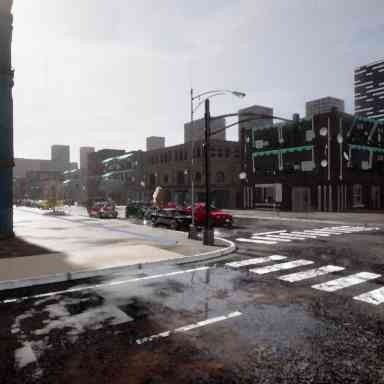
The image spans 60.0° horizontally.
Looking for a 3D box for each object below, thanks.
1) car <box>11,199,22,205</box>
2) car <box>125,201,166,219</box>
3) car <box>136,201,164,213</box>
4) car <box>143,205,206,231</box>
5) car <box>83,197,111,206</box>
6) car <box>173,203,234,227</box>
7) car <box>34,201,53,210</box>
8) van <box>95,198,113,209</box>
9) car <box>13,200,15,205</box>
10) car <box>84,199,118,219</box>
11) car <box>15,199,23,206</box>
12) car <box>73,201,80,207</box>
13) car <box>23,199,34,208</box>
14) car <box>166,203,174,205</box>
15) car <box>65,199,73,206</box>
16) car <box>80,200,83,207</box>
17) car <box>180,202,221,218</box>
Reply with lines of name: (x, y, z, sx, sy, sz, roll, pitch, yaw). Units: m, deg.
car: (-44.439, 2.598, 84.188, 1.887, 1.381, 4.507, -1, 0, -35)
car: (-4.897, 1.689, 32.875, 2.097, 1.767, 4.553, -1, 0, -35)
car: (-5.601, 1.966, 43.871, 1.802, 1.307, 4.206, -1, 0, -35)
car: (-1.315, 1.815, 23.116, 1.947, 1.339, 4.313, -1, 0, -35)
car: (-11.645, 1.692, 42.421, 2.150, 2.045, 5.566, -1, -1, -35)
car: (0.964, 1.698, 24.602, 1.882, 1.535, 5.008, -1, 0, -35)
car: (-25.141, 2.233, 56.951, 1.752, 1.417, 4.829, -1, 0, -35)
van: (-15.207, 1.907, 57.420, 1.690, 1.788, 3.998, -1, 0, -35)
car: (-41.240, 2.548, 79.672, 2.008, 1.369, 4.403, -1, 0, -35)
car: (-9.242, 1.847, 34.508, 1.967, 1.590, 4.097, -1, 0, -35)
car: (-38.042, 2.380, 75.155, 1.967, 1.590, 4.097, -1, 0, -35)
car: (-21.603, 2.228, 66.453, 1.887, 1.381, 4.507, -1, 0, -35)
car: (-31.640, 2.376, 66.123, 2.008, 1.369, 4.403, -1, 0, -35)
car: (-2.402, 1.904, 39.355, 1.802, 1.307, 4.206, -2, 0, -35)
car: (-28.003, 2.364, 75.486, 1.947, 1.339, 4.313, -1, 0, -35)
car: (-18.408, 1.940, 61.936, 2.192, 1.841, 5.009, -1, 0, -35)
car: (0.797, 1.810, 34.839, 2.008, 1.369, 4.403, -2, 0, -35)
